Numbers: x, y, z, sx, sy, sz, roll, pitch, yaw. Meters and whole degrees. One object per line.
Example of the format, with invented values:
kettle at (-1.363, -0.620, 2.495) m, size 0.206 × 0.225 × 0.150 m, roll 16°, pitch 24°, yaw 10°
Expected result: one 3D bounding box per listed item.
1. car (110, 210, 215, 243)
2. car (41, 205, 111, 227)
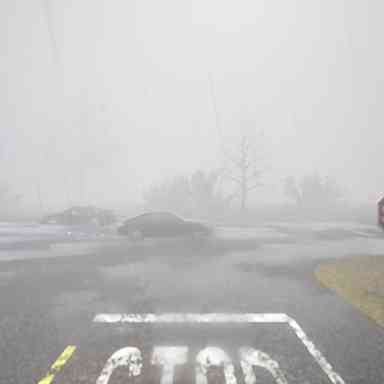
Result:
car at (-1.255, 1.605, 15.976) m, size 4.674 × 1.442 × 1.812 m, roll 0°, pitch 0°, yaw -1°
car at (-7.761, 1.637, 22.818) m, size 4.892 × 1.490 × 1.837 m, roll 0°, pitch 0°, yaw -2°
